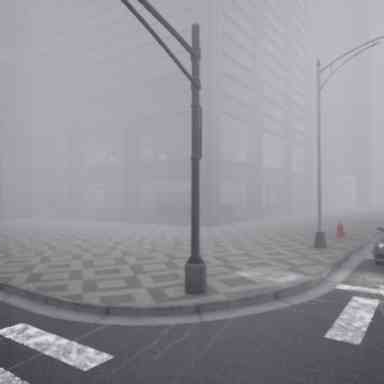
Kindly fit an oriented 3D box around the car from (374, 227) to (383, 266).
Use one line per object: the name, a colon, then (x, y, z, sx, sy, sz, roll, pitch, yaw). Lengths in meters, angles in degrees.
car: (7.364, 1.551, 11.060, 1.812, 1.442, 4.674, -1, -1, 36)
